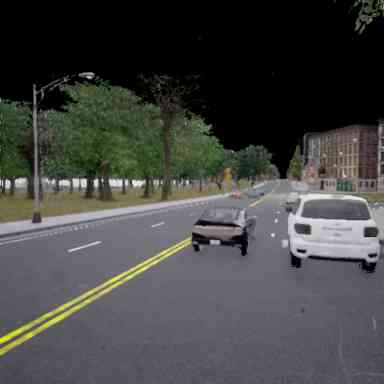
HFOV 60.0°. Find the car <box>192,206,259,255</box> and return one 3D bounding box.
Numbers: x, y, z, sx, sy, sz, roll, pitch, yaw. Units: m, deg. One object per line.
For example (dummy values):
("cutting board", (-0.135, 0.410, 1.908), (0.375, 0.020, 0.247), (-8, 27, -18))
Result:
("car", (1.373, 1.286, 12.465), (2.128, 1.511, 4.902), (1, 1, 16))

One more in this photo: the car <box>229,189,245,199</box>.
("car", (8.057, 0.316, 60.992), (2.097, 1.767, 4.553), (1, 1, 16))

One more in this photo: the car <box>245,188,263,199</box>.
("car", (11.164, 0.519, 60.043), (1.837, 1.490, 4.892), (1, 1, 16))

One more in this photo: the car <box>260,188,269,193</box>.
("car", (19.695, -0.490, 90.362), (1.994, 1.385, 4.181), (1, 2, 16))

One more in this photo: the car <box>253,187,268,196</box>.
("car", (15.463, 0.145, 75.253), (1.882, 1.535, 5.008), (1, 2, 16))

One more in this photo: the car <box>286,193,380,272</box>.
("car", (4.245, 1.079, 10.648), (2.150, 2.045, 5.566), (1, 1, 16))

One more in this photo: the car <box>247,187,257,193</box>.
("car", (16.568, -0.568, 91.245), (2.128, 1.511, 4.902), (1, 2, 16))
